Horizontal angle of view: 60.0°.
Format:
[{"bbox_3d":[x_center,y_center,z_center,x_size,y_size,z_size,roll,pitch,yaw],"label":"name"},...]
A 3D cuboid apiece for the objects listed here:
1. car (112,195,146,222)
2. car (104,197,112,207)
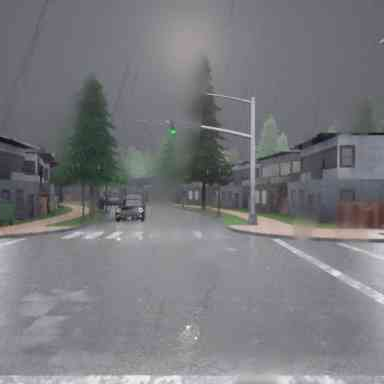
[{"bbox_3d":[-4.721,1.318,26.121,2.097,1.767,4.553,0,0,-6],"label":"car"},{"bbox_3d":[-12.079,1.513,51.082,2.033,1.411,5.357,0,0,-28],"label":"car"}]
